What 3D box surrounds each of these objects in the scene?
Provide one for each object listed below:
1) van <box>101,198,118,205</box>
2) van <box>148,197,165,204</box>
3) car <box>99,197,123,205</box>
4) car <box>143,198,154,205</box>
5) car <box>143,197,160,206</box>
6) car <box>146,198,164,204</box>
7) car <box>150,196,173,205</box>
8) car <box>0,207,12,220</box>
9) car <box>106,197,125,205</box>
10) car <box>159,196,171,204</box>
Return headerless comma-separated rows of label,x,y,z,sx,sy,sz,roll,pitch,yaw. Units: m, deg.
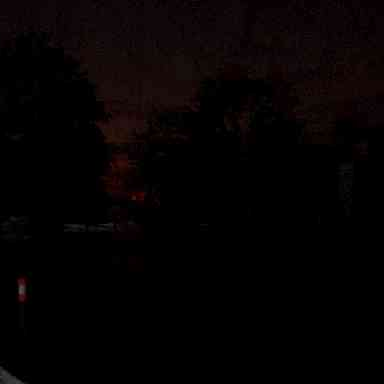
van,-22.982,2.643,92.127,4.442,1.987,1.878,-1,-2,-17
van,-9.551,2.287,89.312,4.442,1.987,1.878,-1,-2,-17
car,-19.824,2.210,81.417,5.566,2.045,2.435,-1,-1,-17
car,-10.444,2.274,79.226,1.994,1.385,4.181,-1,-2,-17
car,-8.427,2.114,69.634,1.994,1.385,4.181,-1,-1,0
car,-10.350,2.496,92.238,4.553,1.767,2.185,-1,-2,-17
car,-7.663,2.056,83.418,5.566,2.045,2.435,-1,-2,-17
car,-17.345,1.949,28.902,1.895,1.301,4.718,-1,0,-10
car,-18.214,2.057,76.200,5.566,2.045,2.435,-1,-1,-17
car,-5.908,2.019,77.728,4.553,1.767,2.185,-1,-1,-17
